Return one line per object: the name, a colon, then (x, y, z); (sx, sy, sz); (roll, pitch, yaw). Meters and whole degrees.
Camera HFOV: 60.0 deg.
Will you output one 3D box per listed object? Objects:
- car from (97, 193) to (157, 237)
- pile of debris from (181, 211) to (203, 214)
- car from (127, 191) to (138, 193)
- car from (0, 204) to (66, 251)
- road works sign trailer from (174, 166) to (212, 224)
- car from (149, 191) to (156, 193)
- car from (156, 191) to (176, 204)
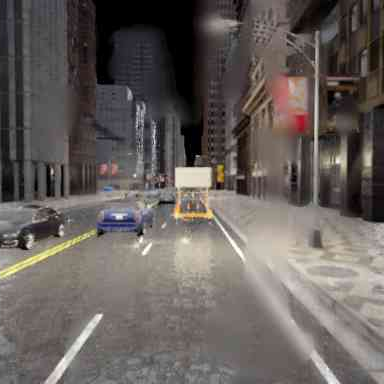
car: (-3.141, 1.091, 16.481); (2.097, 1.767, 4.553); (0, 1, 0)
pile of debris: (0.016, 1.701, 28.312); (1.860, 0.140, 1.500); (0, 1, 0)
car: (-9.763, 0.550, 54.049); (2.128, 1.511, 4.902); (0, 1, 1)
car: (-6.588, 1.299, 13.152); (1.837, 1.490, 4.892); (0, 1, 0)
road works sign trailer: (0.078, 0.122, 21.315); (2.380, 3.560, 2.880); (0, 1, 0)
car: (-6.501, 0.540, 56.466); (1.812, 1.442, 4.674); (0, 1, 1)
car: (-3.126, 0.832, 42.844); (1.994, 1.385, 4.181); (0, 1, 0)
